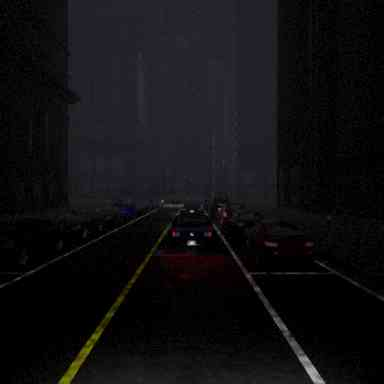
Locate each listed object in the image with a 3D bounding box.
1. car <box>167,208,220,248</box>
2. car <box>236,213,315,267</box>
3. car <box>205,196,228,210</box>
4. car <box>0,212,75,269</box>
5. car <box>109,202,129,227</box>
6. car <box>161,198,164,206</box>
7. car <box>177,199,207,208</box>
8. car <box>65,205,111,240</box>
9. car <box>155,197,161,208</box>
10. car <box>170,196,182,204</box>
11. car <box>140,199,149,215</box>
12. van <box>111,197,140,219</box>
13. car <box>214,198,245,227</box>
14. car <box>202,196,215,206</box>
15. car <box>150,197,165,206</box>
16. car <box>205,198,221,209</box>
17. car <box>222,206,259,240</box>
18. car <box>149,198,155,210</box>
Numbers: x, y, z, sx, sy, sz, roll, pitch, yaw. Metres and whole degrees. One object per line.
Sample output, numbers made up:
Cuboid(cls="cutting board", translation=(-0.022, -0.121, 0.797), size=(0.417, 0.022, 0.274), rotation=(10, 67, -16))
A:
Cuboid(cls="car", translation=(0.000, 1.614, 14.680), size=(1.895, 1.301, 4.718), rotation=(0, 0, 0))
Cuboid(cls="car", translation=(2.760, 1.578, 11.137), size=(1.802, 1.307, 4.206), rotation=(0, 0, 0))
Cuboid(cls="car", translation=(2.758, 1.320, 33.681), size=(2.192, 1.841, 5.009), rotation=(0, 0, 0))
Cuboid(cls="car", translation=(-5.765, 1.563, 11.131), size=(1.947, 1.339, 4.313), rotation=(0, 0, 0))
Cuboid(cls="car", translation=(-5.765, 1.581, 22.405), size=(1.802, 1.307, 4.206), rotation=(0, 0, 0))
Cuboid(cls="car", translation=(-5.766, 1.585, 50.588), size=(1.947, 1.339, 4.313), rotation=(0, 0, 0))
Cuboid(cls="car", translation=(0.000, 1.576, 29.651), size=(1.994, 1.385, 4.181), rotation=(0, 0, 0))
Cuboid(cls="car", translation=(-5.766, 1.548, 16.768), size=(2.008, 1.369, 4.403), rotation=(0, 0, 0))
Cuboid(cls="car", translation=(-5.766, 1.580, 44.951), size=(1.947, 1.339, 4.313), rotation=(0, 0, 0))
Cuboid(cls="car", translation=(-3.000, 1.545, 62.651), size=(1.882, 1.535, 5.008), rotation=(0, 0, 0))
Cuboid(cls="car", translation=(-5.766, 1.530, 33.508), size=(1.752, 1.417, 4.829), rotation=(0, 0, 0))
Cuboid(cls="van", translation=(-5.767, 1.343, 28.042), size=(1.690, 1.788, 3.998), rotation=(0, 0, 0))
Cuboid(cls="car", translation=(2.759, 1.439, 22.410), size=(1.967, 1.590, 4.097), rotation=(0, 0, 0))
Cuboid(cls="car", translation=(2.759, 1.465, 56.226), size=(1.967, 1.590, 4.097), rotation=(0, 0, 0))
Cuboid(cls="car", translation=(-5.766, 1.576, 56.224), size=(2.008, 1.369, 4.403), rotation=(0, 0, 0))
Cuboid(cls="car", translation=(2.759, 1.580, 44.954), size=(1.947, 1.339, 4.313), rotation=(0, 0, 0))
Cuboid(cls="car", translation=(2.760, 1.579, 16.774), size=(1.802, 1.307, 4.206), rotation=(0, 0, 0))
Cuboid(cls="car", translation=(-5.766, 1.591, 39.315), size=(1.802, 1.307, 4.206), rotation=(0, 0, 0))
